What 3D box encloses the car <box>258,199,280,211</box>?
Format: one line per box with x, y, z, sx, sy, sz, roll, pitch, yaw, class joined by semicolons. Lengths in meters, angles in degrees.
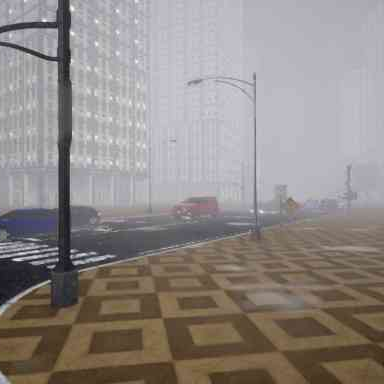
11.441;1.793;46.785;1.882;1.535;5.008;0;-1;33;car

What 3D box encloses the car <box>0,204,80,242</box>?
-8.615;1.566;17.187;1.882;1.535;5.008;0;-1;34;car

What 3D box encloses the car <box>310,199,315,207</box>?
19.081;1.831;52.776;1.882;1.535;5.008;0;0;31;car

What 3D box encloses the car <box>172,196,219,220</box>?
0.456;1.416;30.486;2.150;2.045;5.566;0;-1;34;car

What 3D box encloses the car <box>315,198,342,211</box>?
19.244;1.663;46.754;2.097;1.767;4.553;0;0;32;car

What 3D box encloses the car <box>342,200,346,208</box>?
24.402;1.965;55.237;1.895;1.301;4.718;0;0;30;car

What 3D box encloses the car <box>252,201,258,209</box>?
10.921;1.958;51.920;1.895;1.301;4.718;0;0;32;car

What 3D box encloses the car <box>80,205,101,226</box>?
-8.565;1.641;23.027;1.837;1.490;4.892;0;-1;34;car

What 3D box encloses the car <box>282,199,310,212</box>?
13.860;1.898;44.380;1.895;1.301;4.718;0;-1;33;car

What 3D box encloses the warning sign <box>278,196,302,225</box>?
6.783;1.251;22.979;1.300;1.860;1.060;0;0;34;warning sign

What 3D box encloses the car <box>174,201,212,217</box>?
0.165;1.761;35.832;1.812;1.442;4.674;0;-1;34;car
